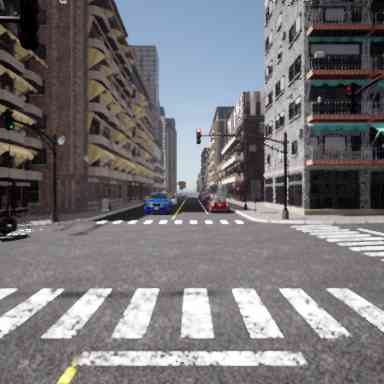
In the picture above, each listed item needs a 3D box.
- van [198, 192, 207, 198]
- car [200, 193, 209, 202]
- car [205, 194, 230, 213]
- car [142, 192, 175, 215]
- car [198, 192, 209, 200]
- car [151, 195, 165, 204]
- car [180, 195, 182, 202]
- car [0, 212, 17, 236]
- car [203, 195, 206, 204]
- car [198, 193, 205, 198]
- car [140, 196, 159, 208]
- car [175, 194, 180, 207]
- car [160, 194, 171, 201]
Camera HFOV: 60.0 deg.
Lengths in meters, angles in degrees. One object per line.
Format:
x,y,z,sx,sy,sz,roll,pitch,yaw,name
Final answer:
2.670,0.979,66.968,1.690,1.788,3.998,0,0,0,van
2.673,1.276,55.901,1.802,1.307,4.206,0,0,0,car
2.681,1.253,33.764,1.967,1.590,4.097,0,0,0,car
-3.110,1.037,31.897,2.150,2.045,5.566,0,1,0,car
2.666,0.897,78.036,2.192,1.841,5.009,0,0,0,car
-5.707,1.260,55.900,1.947,1.339,4.313,0,0,0,car
-3.022,1.153,65.659,2.128,1.511,4.902,0,0,0,car
-11.194,1.531,16.288,5.008,1.535,1.882,-2,-1,8,car
2.679,1.334,39.298,2.008,1.369,4.403,0,0,0,car
2.660,1.045,94.640,1.887,1.381,4.507,0,0,0,car
-5.704,1.304,44.830,2.008,1.369,4.403,0,0,0,car
-3.105,1.268,46.889,1.812,1.442,4.674,0,0,1,car
-5.713,1.155,72.501,1.887,1.381,4.507,0,0,0,car
